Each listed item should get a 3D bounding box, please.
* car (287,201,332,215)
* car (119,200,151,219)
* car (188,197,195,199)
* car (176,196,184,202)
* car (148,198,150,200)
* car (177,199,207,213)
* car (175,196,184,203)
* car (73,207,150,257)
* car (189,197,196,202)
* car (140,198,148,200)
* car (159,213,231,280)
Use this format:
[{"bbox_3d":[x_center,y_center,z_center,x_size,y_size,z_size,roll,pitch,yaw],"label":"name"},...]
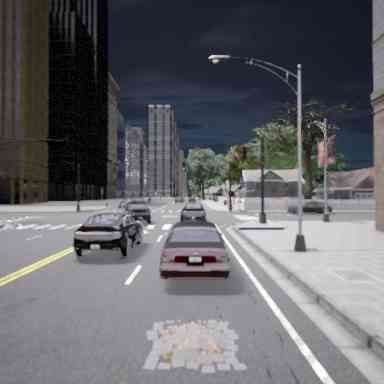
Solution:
[{"bbox_3d":[13.296,1.770,37.674,4.892,1.490,1.837,0,-1,0],"label":"car"},{"bbox_3d":[-4.484,1.629,26.153,1.837,1.490,4.892,1,0,-18],"label":"car"},{"bbox_3d":[0.029,1.959,81.066,1.837,1.490,4.892,0,0,0],"label":"car"},{"bbox_3d":[-3.217,1.877,90.857,2.097,1.767,4.553,0,0,0],"label":"car"},{"bbox_3d":[-9.725,1.920,70.166,1.812,1.442,4.674,0,0,0],"label":"car"},{"bbox_3d":[0.110,1.588,25.724,2.128,1.511,4.902,0,0,0],"label":"car"},{"bbox_3d":[-3.221,1.981,80.712,1.812,1.442,4.674,0,0,0],"label":"car"},{"bbox_3d":[-3.144,1.568,13.221,2.128,1.511,4.902,0,0,0],"label":"car"},{"bbox_3d":[0.033,2.049,91.301,1.812,1.442,4.674,0,0,0],"label":"car"},{"bbox_3d":[-9.771,1.939,60.054,1.895,1.301,4.718,0,0,1],"label":"car"},{"bbox_3d":[0.081,1.606,10.136,2.033,1.411,5.357,0,0,0],"label":"car"}]
